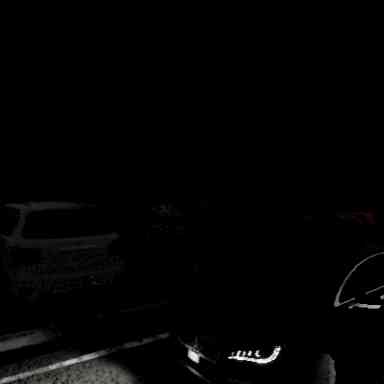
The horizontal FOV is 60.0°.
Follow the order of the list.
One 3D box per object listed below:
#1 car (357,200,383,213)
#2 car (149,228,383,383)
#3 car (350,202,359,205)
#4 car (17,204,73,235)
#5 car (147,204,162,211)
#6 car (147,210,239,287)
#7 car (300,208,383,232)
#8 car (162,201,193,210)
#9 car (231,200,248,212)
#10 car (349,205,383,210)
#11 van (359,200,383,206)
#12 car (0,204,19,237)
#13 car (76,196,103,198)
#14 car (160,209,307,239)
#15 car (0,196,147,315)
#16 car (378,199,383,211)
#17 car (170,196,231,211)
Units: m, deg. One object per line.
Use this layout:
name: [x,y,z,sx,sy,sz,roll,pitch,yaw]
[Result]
car: [25.129,1.960,44.284,1.946,1.575,5.366,1,0,-36]
car: [1.997,1.542,4.986,4.892,1.490,1.837,1,0,-35]
car: [22.759,1.933,42.824,2.231,1.521,4.892,1,0,-36]
car: [-8.993,1.533,20.143,2.163,1.488,4.792,1,0,-36]
car: [-4.443,1.555,23.356,2.097,1.535,5.008,1,0,-36]
car: [-1.238,1.505,9.569,2.231,1.521,4.892,1,0,-35]
car: [5.599,1.584,14.457,2.097,1.535,5.008,1,0,-36]
car: [-2.281,1.622,24.905,2.002,1.452,4.674,1,0,-36]
car: [2.267,1.392,28.126,2.435,2.045,5.566,1,0,-36]
car: [7.766,1.612,16.241,1.946,1.575,5.366,1,0,-36]
van: [12.504,1.453,19.258,1.878,1.987,4.442,1,0,-36]
car: [-11.225,1.510,18.476,2.163,1.488,4.792,1,0,-36]
car: [-6.694,1.277,21.717,2.435,2.045,5.566,1,0,-36]
car: [1.052,1.559,11.176,2.163,1.488,4.792,1,0,-36]
car: [-3.538,1.230,7.964,2.435,2.045,5.566,1,0,-36]
car: [29.519,1.901,47.689,2.185,1.767,4.553,1,0,-36]
car: [0.102,1.362,26.577,2.435,2.045,5.566,1,0,-36]
